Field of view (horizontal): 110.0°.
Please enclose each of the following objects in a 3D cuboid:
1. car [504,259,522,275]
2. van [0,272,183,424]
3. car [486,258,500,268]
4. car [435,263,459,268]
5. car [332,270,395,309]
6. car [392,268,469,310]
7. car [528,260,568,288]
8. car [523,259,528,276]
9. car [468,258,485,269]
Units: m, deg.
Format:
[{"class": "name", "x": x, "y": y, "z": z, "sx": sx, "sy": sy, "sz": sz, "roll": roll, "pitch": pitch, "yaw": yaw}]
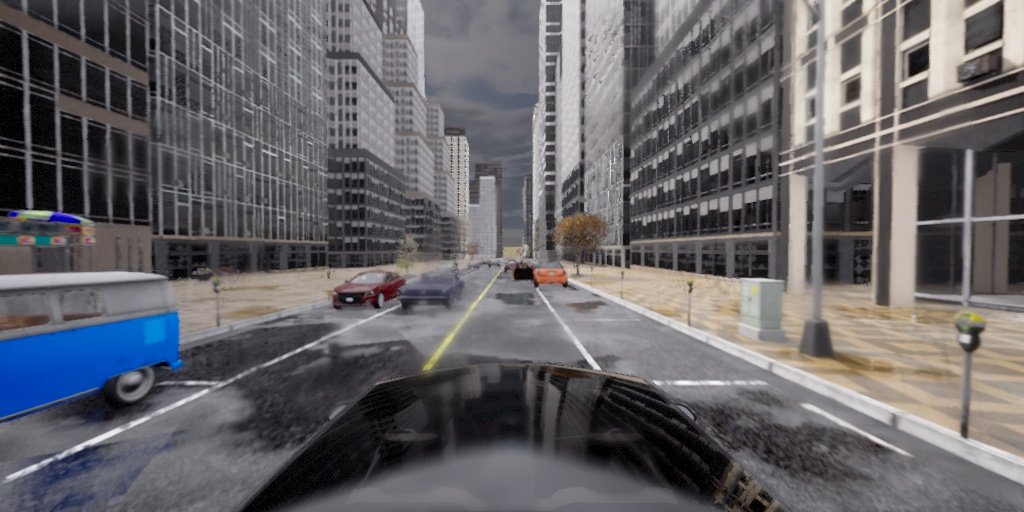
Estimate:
[{"class": "car", "x": 0.034, "y": 1.250, "z": 45.121, "sx": 1.812, "sy": 1.442, "sz": 4.674, "roll": 0, "pitch": 0, "yaw": 1}, {"class": "van", "x": -5.690, "y": 1.089, "z": 3.585, "sx": 1.690, "sy": 1.789, "sz": 3.998, "roll": 0, "pitch": 0, "yaw": 0}, {"class": "car", "x": -3.015, "y": 1.252, "z": 61.868, "sx": 1.812, "sy": 1.442, "sz": 4.674, "roll": 0, "pitch": 0, "yaw": 0}, {"class": "car", "x": -5.696, "y": 1.279, "z": 31.710, "sx": 2.007, "sy": 1.370, "sz": 4.403, "roll": 0, "pitch": 0, "yaw": 0}, {"class": "car", "x": -5.693, "y": 1.283, "z": 14.835, "sx": 1.888, "sy": 1.381, "sz": 4.507, "roll": 0, "pitch": 0, "yaw": 0}, {"class": "car", "x": -3.102, "y": 1.339, "z": 14.748, "sx": 1.895, "sy": 1.301, "sz": 4.718, "roll": 0, "pitch": 0, "yaw": 0}, {"class": "car", "x": 2.384, "y": 1.084, "z": 23.806, "sx": 2.097, "sy": 1.767, "sz": 4.553, "roll": 0, "pitch": 0, "yaw": 0}, {"class": "car", "x": 2.683, "y": 1.165, "z": 42.962, "sx": 1.967, "sy": 1.591, "sz": 4.097, "roll": 0, "pitch": 0, "yaw": 0}, {"class": "car", "x": -5.700, "y": 1.274, "z": 54.210, "sx": 2.007, "sy": 1.370, "sz": 4.403, "roll": 0, "pitch": 0, "yaw": 0}]
